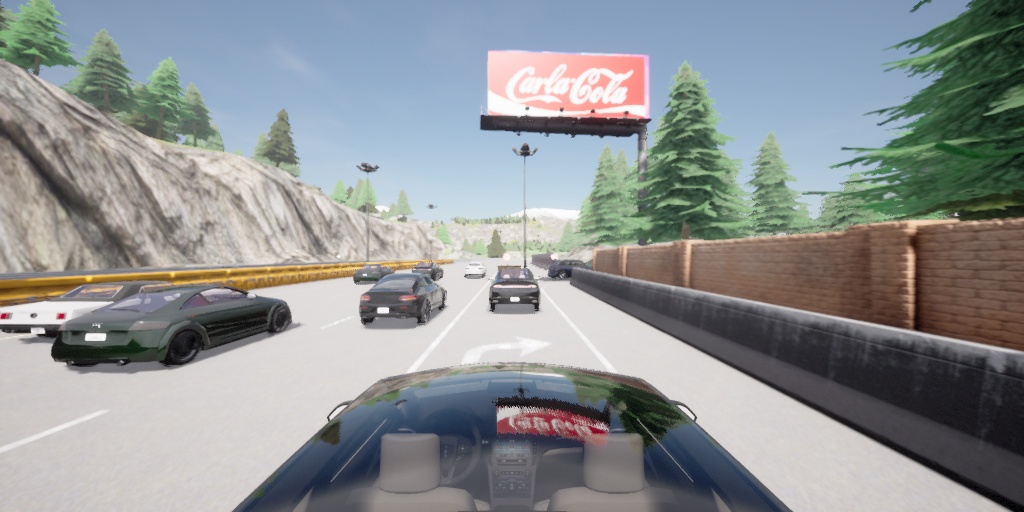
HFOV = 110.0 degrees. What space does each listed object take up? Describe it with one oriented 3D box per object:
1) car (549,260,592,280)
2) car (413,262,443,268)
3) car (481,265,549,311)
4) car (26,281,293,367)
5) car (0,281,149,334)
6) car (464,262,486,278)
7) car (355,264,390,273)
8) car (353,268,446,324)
[{"bbox_3d":[5.452,1.095,30.430,4.553,1.767,2.097,0,0,-14],"label":"car"},{"bbox_3d":[-6.925,1.237,29.683,2.128,1.511,4.902,0,0,0],"label":"car"},{"bbox_3d":[0.095,1.239,14.427,2.128,1.511,4.902,0,0,0],"label":"car"},{"bbox_3d":[-6.899,1.313,7.945,1.994,1.385,4.181,0,0,0],"label":"car"},{"bbox_3d":[-10.402,1.349,10.092,1.895,1.301,4.718,0,0,0],"label":"car"},{"bbox_3d":[-3.443,1.270,34.342,1.812,1.442,4.674,0,0,0],"label":"car"},{"bbox_3d":[-10.421,1.309,27.397,1.994,1.385,4.181,0,0,0],"label":"car"},{"bbox_3d":[-3.403,1.274,11.776,1.812,1.442,4.674,0,0,0],"label":"car"}]
